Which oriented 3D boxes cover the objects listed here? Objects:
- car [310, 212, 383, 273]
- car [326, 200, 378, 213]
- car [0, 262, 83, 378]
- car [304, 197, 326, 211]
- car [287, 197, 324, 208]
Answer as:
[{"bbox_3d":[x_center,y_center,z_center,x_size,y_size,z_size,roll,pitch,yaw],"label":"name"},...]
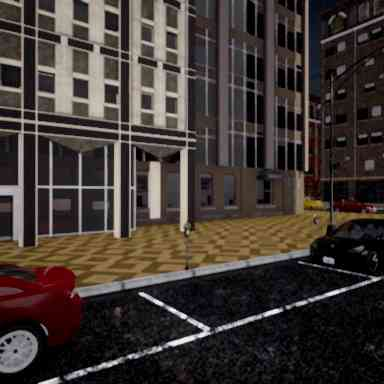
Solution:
[{"bbox_3d":[5.593,1.536,10.558,4.313,1.339,1.947,0,0,-36],"label":"car"},{"bbox_3d":[15.651,1.443,32.229,1.802,1.307,4.206,0,0,-36],"label":"car"},{"bbox_3d":[-3.663,1.547,3.942,4.507,1.381,1.887,0,0,-36],"label":"car"},{"bbox_3d":[12.446,1.376,36.689,1.752,1.417,4.829,0,0,-36],"label":"car"},{"bbox_3d":[15.747,1.383,46.455,1.752,1.417,4.829,0,0,-36],"label":"car"}]
